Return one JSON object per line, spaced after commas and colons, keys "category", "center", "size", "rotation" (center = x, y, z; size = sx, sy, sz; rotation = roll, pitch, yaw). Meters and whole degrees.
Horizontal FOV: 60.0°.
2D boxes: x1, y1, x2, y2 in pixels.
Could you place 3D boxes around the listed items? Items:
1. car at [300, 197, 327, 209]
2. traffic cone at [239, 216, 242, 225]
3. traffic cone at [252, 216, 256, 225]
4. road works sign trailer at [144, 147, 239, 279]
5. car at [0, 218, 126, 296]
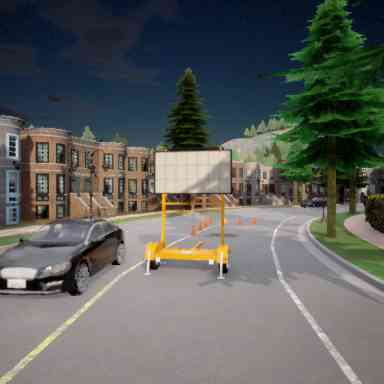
{"category": "car", "center": [16.856, 1.505, 45.683], "size": [4.892, 1.490, 1.837], "rotation": [0, -1, -36]}
{"category": "traffic cone", "center": [3.263, 1.954, 22.789], "size": [0.340, 0.580, 0.340], "rotation": [0, 0, 12]}
{"category": "traffic cone", "center": [4.240, 1.955, 22.582], "size": [0.340, 0.580, 0.340], "rotation": [0, 0, 12]}
{"category": "road works sign trailer", "center": [0.057, 0.464, 10.180], "size": [2.380, 3.560, 2.880], "rotation": [0, 0, 12]}
{"category": "car", "center": [-3.171, 1.491, 8.827], "size": [2.128, 1.511, 4.902], "rotation": [0, 0, 5]}
